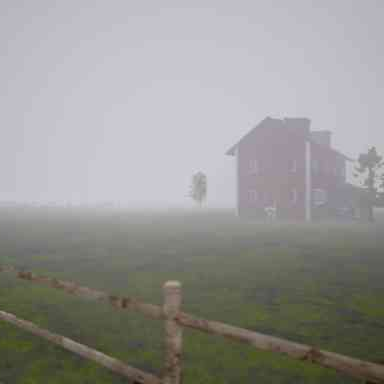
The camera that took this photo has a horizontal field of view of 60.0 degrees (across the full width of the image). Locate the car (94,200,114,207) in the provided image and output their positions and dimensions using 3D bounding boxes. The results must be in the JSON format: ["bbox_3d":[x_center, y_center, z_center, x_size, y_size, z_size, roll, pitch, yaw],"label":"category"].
[{"bbox_3d":[-18.828,2.507,71.633,1.812,1.442,4.674,0,-1,36],"label":"car"}]
